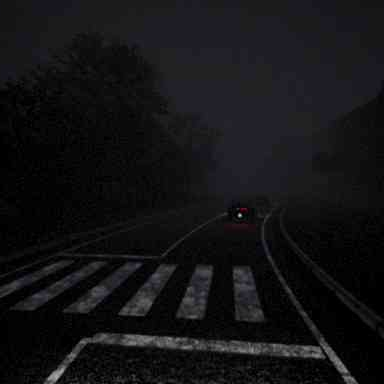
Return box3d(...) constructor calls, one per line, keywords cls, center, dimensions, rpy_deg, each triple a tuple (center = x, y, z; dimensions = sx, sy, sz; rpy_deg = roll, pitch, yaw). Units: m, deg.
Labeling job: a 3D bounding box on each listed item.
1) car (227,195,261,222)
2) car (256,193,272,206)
box3d(cls="car", center=(3.668, 1.212, 23.702), dimensions=(1.837, 1.490, 4.892), rpy_deg=(1, 1, 14))
box3d(cls="car", center=(8.603, 0.843, 40.571), dimensions=(1.882, 1.535, 5.008), rpy_deg=(1, 2, 16))
